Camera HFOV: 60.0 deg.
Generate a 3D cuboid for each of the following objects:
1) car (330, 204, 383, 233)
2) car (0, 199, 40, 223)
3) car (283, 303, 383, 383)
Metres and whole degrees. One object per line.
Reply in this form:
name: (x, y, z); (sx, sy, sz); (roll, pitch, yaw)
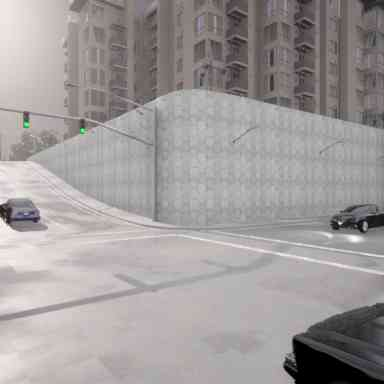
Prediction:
car: (10.203, 1.505, 19.883); (4.892, 1.490, 1.837); (0, 0, -36)
car: (-11.474, 1.152, 22.060); (2.033, 1.411, 5.357); (0, 5, -36)
car: (2.939, 1.601, 2.020); (1.895, 1.301, 4.718); (0, 0, -36)
